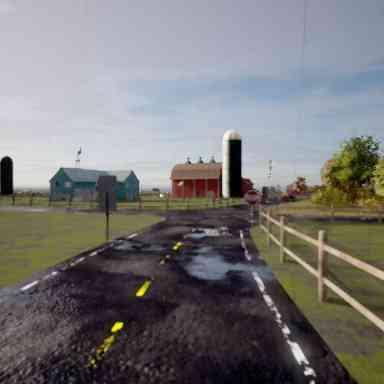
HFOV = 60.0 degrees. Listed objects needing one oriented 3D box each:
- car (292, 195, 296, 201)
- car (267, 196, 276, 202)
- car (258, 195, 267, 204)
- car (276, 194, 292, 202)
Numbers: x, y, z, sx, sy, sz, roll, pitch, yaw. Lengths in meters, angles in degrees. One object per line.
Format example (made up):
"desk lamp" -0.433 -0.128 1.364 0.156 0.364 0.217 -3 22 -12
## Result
"car" 25.529 1.420 85.914 1.837 1.490 4.892 0 0 25
"car" 18.869 1.563 78.045 2.033 1.411 5.357 0 0 25
"car" 12.377 1.360 63.995 2.097 1.767 4.553 0 0 25
"car" 21.336 1.561 76.828 1.812 1.442 4.674 0 0 25
